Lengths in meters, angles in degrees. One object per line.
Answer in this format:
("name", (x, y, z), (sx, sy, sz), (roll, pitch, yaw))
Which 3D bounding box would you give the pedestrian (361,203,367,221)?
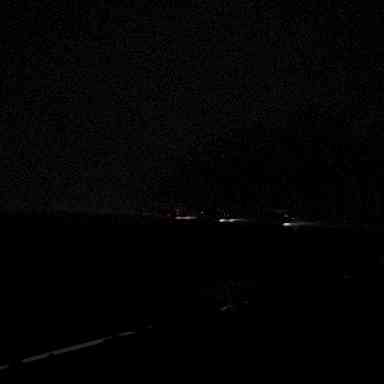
("pedestrian", (17.764, 2.072, 34.465), (0.375, 1.860, 0.375), (-1, 1, -33))

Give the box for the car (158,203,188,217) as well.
("car", (-2.738, 2.769, 51.930), (2.150, 2.045, 5.566), (1, -2, -33))

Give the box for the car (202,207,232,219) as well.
("car", (3.122, 2.704, 42.950), (1.837, 1.490, 4.892), (1, -2, -33))

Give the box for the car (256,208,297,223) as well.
("car", (8.645, 2.380, 34.515), (1.812, 1.442, 4.674), (1, -2, -33))

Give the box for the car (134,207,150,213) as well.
("car", (-10.643, 3.789, 70.554), (1.895, 1.301, 4.718), (1, -2, -33))
